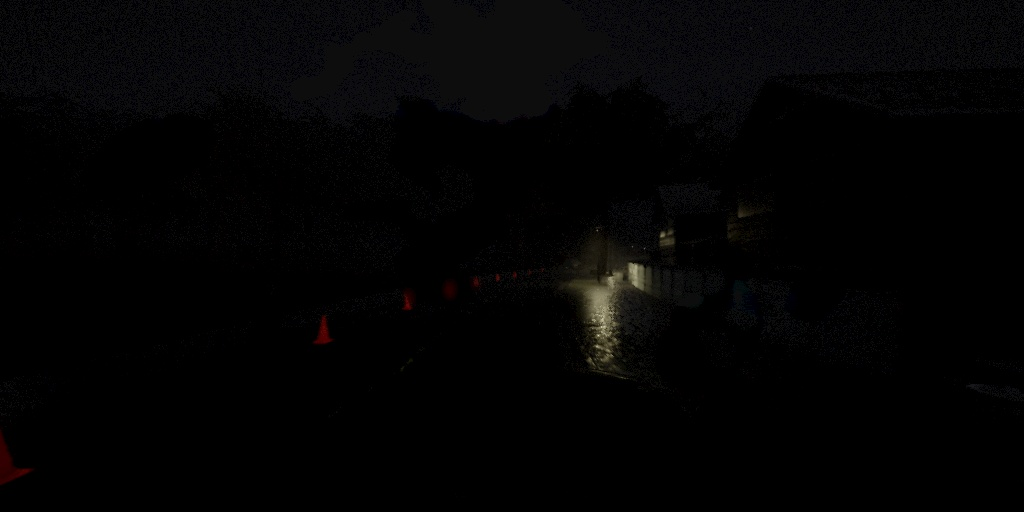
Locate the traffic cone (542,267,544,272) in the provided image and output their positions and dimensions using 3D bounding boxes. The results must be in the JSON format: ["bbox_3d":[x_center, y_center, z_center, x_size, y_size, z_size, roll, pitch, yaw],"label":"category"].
[{"bbox_3d":[3.665,1.649,42.974,0.340,0.580,0.340,0,0,22],"label":"traffic cone"}]

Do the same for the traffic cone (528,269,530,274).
[{"bbox_3d":[1.847,1.648,38.195,0.340,0.580,0.340,0,0,20],"label":"traffic cone"}]

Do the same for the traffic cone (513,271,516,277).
[{"bbox_3d":[0.250,1.648,33.338,0.340,0.580,0.340,0,0,17],"label":"traffic cone"}]

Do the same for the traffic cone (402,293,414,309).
[{"bbox_3d":[-3.873,1.661,13.333,0.340,0.580,0.340,0,0,6],"label":"traffic cone"}]

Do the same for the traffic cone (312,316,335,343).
[{"bbox_3d":[-4.325,1.668,8.240,0.340,0.580,0.340,0,0,4],"label":"traffic cone"}]

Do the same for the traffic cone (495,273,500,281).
[{"bbox_3d":[-1.124,1.650,28.413,0.340,0.580,0.340,0,0,14],"label":"traffic cone"}]

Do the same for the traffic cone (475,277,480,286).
[{"bbox_3d":[-2.270,1.652,23.430,0.340,0.580,0.340,0,0,12],"label":"traffic cone"}]

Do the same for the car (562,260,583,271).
[{"bbox_3d":[8.268,1.253,48.447,2.033,1.411,5.357,0,0,23],"label":"car"}]

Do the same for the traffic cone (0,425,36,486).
[{"bbox_3d":[-4.544,1.676,3.132,0.340,0.580,0.340,0,0,1],"label":"traffic cone"}]

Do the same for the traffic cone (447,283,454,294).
[{"bbox_3d":[-3.187,1.656,18.400,0.340,0.580,0.340,0,0,9],"label":"traffic cone"}]
